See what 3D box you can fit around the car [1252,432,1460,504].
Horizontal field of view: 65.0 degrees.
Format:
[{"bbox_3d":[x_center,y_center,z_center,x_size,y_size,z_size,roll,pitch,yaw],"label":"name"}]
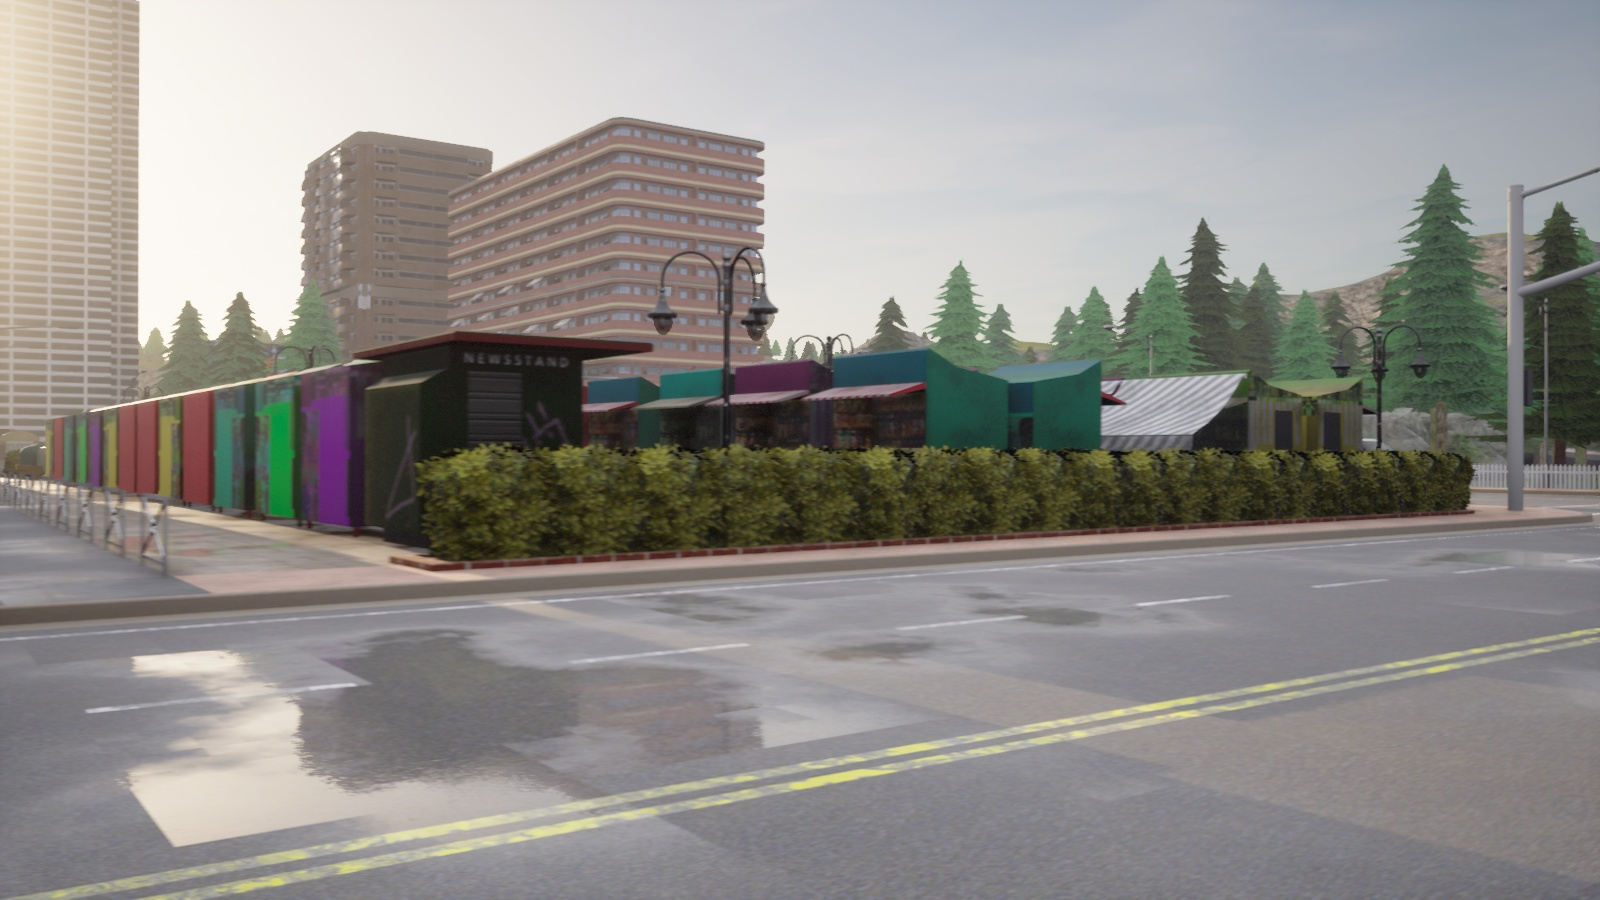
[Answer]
[{"bbox_3d":[17.113,0.523,38.948,2.150,2.045,5.566,0,0,-36],"label":"car"}]
